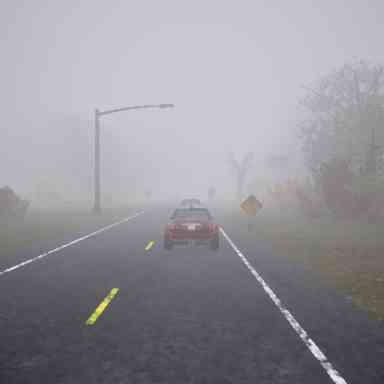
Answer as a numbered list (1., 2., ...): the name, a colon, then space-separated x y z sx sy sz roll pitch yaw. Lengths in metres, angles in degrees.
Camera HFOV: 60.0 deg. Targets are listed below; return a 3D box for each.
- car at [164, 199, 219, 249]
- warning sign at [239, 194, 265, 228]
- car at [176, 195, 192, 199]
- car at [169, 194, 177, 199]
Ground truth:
1. car: -0.023 1.361 14.629 2.097 1.767 4.553 0 0 0
2. warning sign: 3.529 1.107 19.774 1.300 1.860 1.060 1 1 0
3. car: -0.090 1.355 29.638 2.097 1.767 4.553 0 0 0
4. car: -4.095 1.321 76.779 2.097 1.767 4.553 0 0 -1
